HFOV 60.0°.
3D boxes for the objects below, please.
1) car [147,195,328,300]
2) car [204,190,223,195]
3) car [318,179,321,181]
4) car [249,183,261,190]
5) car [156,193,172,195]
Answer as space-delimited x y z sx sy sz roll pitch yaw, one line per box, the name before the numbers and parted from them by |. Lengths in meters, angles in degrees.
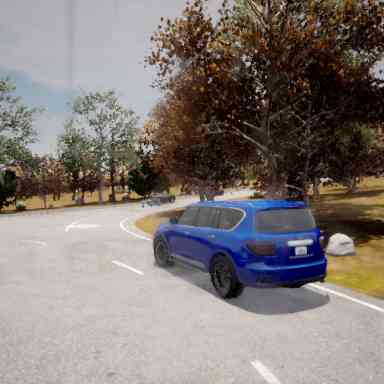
car | 0.834 1.221 8.772 2.150 2.045 5.566 0 0 -28
car | 3.318 0.050 56.011 1.812 1.442 4.674 0 5 41
car | 28.553 -2.631 77.510 1.994 1.385 4.181 0 5 42
car | 13.343 -1.207 66.891 1.882 1.535 5.008 0 5 44
car | -4.238 0.908 46.062 2.128 1.511 4.902 0 3 35
